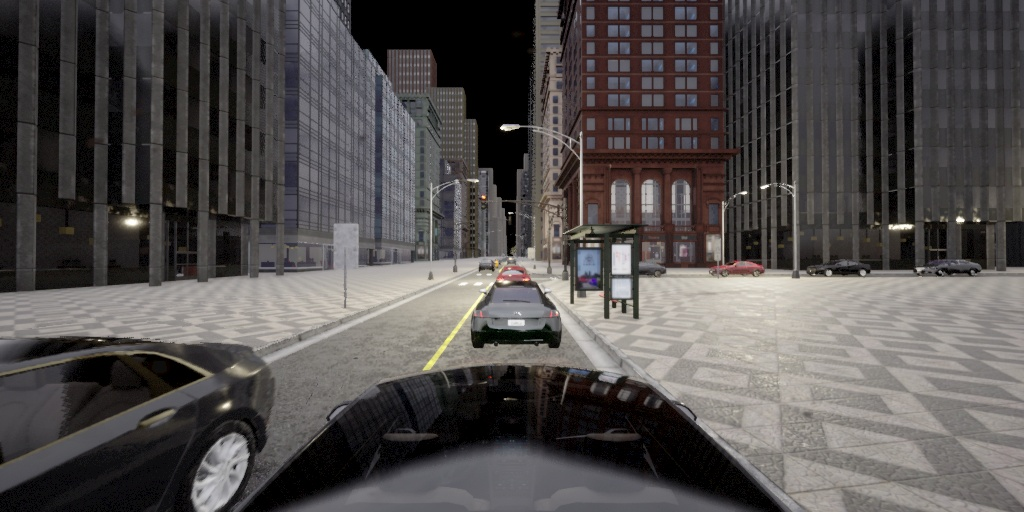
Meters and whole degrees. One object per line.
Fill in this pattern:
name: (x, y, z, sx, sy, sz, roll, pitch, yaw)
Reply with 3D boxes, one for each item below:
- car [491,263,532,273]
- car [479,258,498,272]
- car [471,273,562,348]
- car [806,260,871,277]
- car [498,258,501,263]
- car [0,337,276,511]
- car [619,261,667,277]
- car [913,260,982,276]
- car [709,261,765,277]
car: (0.101, 1.269, 19.064, 1.812, 1.442, 4.674, 0, 0, 1)
car: (-3.138, 1.170, 45.573, 1.882, 1.535, 5.008, 0, 0, 0)
car: (0.092, 1.314, 9.229, 1.994, 1.385, 4.181, 0, 0, 0)
car: (30.135, 1.112, 33.198, 5.008, 1.535, 1.882, 0, -1, 0)
car: (-3.141, 1.141, 56.635, 1.882, 1.535, 5.008, 0, 1, 0)
car: (-3.100, 1.255, 1.338, 1.837, 1.490, 4.892, 0, 0, 0)
car: (11.841, 1.224, 33.203, 4.674, 1.442, 1.812, 0, -1, -2)
car: (40.172, 1.086, 33.169, 4.902, 1.511, 2.128, 0, -1, 1)
car: (20.778, 1.194, 33.207, 4.674, 1.442, 1.812, 0, -1, 0)
